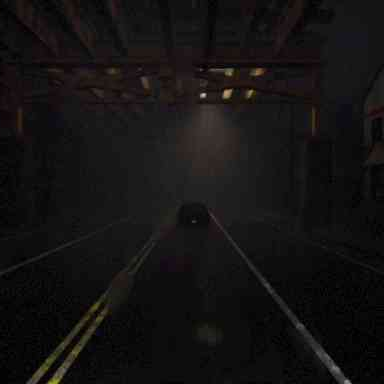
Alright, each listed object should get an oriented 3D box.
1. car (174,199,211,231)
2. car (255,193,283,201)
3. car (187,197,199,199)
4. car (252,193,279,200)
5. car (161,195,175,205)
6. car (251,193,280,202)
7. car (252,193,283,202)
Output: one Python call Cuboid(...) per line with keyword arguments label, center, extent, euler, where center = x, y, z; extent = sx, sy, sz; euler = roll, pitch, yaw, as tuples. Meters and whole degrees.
Cuboid(label="car", center=(0.100, 1.410, 20.219), extent=(1.882, 1.535, 5.008), euler=(0, 0, 0))
Cuboid(label="car", center=(13.312, 0.814, 57.668), extent=(4.536, 1.218, 1.853), euler=(0, 1, -20))
Cuboid(label="car", center=(0.101, 1.303, 37.852), extent=(2.033, 1.411, 5.357), euler=(0, 1, 0))
Cuboid(label="car", center=(13.637, 0.765, 61.787), extent=(4.536, 1.218, 1.853), euler=(0, 1, 25))
Cuboid(label="car", center=(-3.504, 1.167, 49.227), extent=(2.033, 1.411, 5.357), euler=(0, 1, 0))
Cuboid(label="car", center=(13.590, 0.922, 61.810), extent=(4.974, 1.542, 2.038), euler=(0, 1, 25))
Cuboid(label="car", center=(13.263, 0.972, 57.652), extent=(4.974, 1.542, 2.038), euler=(0, 1, -20))
